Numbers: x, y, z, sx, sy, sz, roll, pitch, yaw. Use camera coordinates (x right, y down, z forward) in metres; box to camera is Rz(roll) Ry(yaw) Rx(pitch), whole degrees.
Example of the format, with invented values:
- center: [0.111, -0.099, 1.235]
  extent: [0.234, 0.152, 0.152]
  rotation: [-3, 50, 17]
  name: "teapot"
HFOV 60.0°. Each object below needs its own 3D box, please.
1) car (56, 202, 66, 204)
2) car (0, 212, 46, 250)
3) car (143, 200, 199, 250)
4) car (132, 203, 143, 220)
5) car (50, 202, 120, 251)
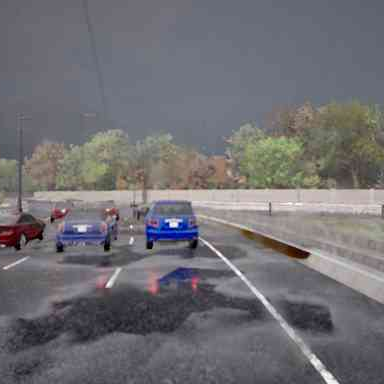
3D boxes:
- center: [-11.171, 1.629, 29.407]
  extent: [2.097, 1.767, 4.553]
  rotation: [0, -1, -16]
  name: "car"
- center: [-8.074, 1.620, 14.899]
  extent: [1.882, 1.535, 5.008]
  rotation: [0, 0, -8]
  name: "car"
- center: [-1.060, 1.361, 15.382]
  extent: [2.150, 2.045, 5.566]
  rotation: [0, 0, -8]
  name: "car"
- center: [-4.503, 1.803, 31.530]
  extent: [1.837, 1.490, 4.892]
  rotation: [0, 0, -16]
  name: "car"
- center: [-4.540, 1.492, 14.971]
  extent: [2.097, 1.767, 4.553]
  rotation: [0, -1, -8]
  name: "car"
